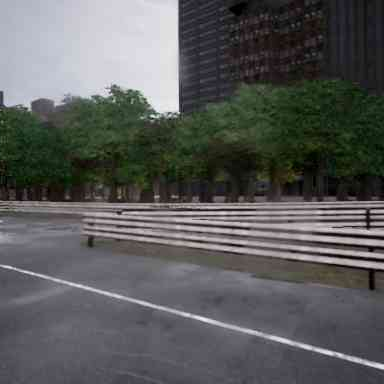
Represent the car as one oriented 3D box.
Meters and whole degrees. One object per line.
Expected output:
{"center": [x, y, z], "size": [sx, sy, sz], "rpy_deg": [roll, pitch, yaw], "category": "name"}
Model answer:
{"center": [-2.193, 1.532, 19.821], "size": [4.181, 1.385, 1.994], "rpy_deg": [0, 0, 14], "category": "car"}
